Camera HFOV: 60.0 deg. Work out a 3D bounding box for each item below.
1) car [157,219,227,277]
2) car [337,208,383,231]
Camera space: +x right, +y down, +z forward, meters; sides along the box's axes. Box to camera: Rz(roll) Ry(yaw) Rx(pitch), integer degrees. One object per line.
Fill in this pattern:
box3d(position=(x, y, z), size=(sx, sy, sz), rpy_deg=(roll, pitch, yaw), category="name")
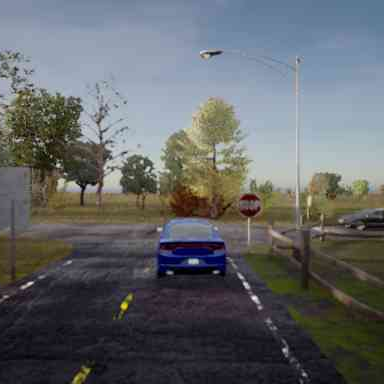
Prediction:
box3d(position=(-0.116, 1.591, 10.719), size=(1.882, 1.535, 5.008), rpy_deg=(0, 0, -4), category="car")
box3d(position=(12.887, 1.932, 23.540), size=(4.892, 1.490, 1.837), rpy_deg=(1, 0, -1), category="car")
